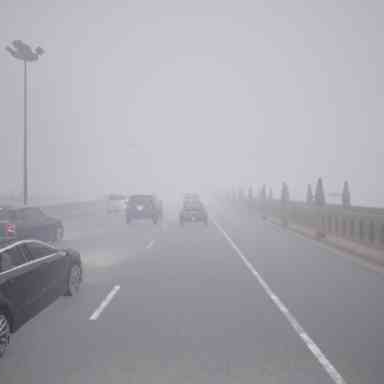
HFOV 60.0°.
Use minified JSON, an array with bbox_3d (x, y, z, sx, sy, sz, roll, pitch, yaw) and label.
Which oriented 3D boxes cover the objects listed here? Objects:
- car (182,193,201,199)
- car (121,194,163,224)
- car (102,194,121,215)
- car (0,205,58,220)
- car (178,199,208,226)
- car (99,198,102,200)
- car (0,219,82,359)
[{"bbox_3d":[-0.094,1.163,41.597,2.150,2.045,5.566,0,-1,-1],"label":"car"},{"bbox_3d":[-3.406,1.189,24.454,2.150,2.045,5.566,0,0,0],"label":"car"},{"bbox_3d":[-6.944,1.178,33.060,2.150,2.045,5.566,0,0,-1],"label":"car"},{"bbox_3d":[-6.903,1.334,13.302,2.097,1.767,4.553,0,0,0],"label":"car"},{"bbox_3d":[0.095,1.462,23.183,2.128,1.511,4.902,0,0,0],"label":"car"},{"bbox_3d":[-14.624,1.330,57.173,2.097,1.767,4.553,0,0,-2],"label":"car"},{"bbox_3d":[-3.401,1.484,5.638,2.128,1.511,4.902,0,0,0],"label":"car"}]
